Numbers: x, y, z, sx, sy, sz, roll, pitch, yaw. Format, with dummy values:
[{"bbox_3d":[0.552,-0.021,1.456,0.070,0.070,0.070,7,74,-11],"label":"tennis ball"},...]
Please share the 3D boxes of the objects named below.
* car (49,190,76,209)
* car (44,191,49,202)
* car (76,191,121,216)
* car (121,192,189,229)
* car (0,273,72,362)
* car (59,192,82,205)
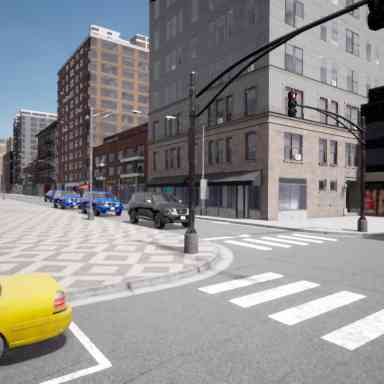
[{"bbox_3d":[-14.216,0.862,37.961,2.150,2.045,5.566,1,0,-35],"label":"car"},{"bbox_3d":[-23.441,0.708,56.576,2.150,2.045,5.566,1,0,-37],"label":"car"},{"bbox_3d":[-8.025,0.960,29.172,2.150,2.045,5.566,1,0,-35],"label":"car"},{"bbox_3d":[-2.087,1.053,20.759,2.150,2.045,5.566,1,0,-35],"label":"car"},{"bbox_3d":[-4.006,1.525,3.895,4.829,1.417,1.752,0,1,-36],"label":"car"},{"bbox_3d":[-17.813,0.926,48.563,2.097,1.767,4.553,1,0,-35],"label":"car"}]
